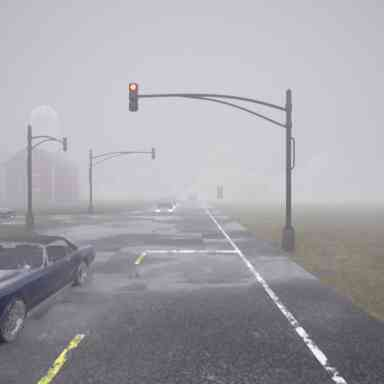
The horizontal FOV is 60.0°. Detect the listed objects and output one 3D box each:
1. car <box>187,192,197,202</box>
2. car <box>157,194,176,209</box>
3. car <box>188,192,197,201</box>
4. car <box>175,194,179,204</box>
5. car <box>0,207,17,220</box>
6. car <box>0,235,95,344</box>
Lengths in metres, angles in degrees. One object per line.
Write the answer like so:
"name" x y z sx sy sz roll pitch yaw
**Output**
"car" 0.065 1.131 74.887 2.150 2.045 5.566 0 0 0
"car" -3.572 1.438 45.087 1.882 1.535 5.008 0 0 0
"car" 0.055 1.105 85.531 2.150 2.045 5.566 0 0 0
"car" -3.559 1.508 54.982 1.994 1.385 4.181 0 0 0
"car" -15.973 1.408 24.525 5.357 1.411 2.033 1 0 -4
"car" -3.517 1.598 6.528 1.895 1.301 4.718 0 0 1
